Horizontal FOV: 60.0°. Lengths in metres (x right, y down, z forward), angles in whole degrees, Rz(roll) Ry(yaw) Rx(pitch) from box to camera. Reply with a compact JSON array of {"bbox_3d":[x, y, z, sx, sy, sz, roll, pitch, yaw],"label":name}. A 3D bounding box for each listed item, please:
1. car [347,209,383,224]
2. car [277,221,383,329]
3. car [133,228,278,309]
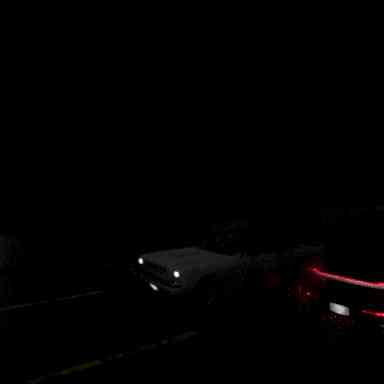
[{"bbox_3d":[10.005,1.571,17.640,4.313,1.339,1.947,0,0,-35],"label":"car"},{"bbox_3d":[4.114,1.492,6.243,4.902,1.511,2.128,0,0,-35],"label":"car"},{"bbox_3d":[1.041,1.603,7.981,4.718,1.301,1.895,0,0,-35],"label":"car"}]
